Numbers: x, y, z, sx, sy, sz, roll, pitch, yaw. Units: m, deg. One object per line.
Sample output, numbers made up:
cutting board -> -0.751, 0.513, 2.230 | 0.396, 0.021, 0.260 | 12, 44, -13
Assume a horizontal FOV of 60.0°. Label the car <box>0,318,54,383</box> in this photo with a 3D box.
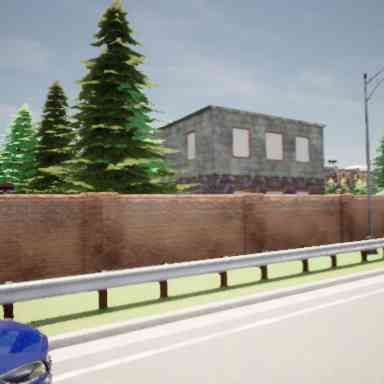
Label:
car -> -3.628, 1.691, 2.641 | 4.674, 1.442, 1.812 | 0, -2, -32
